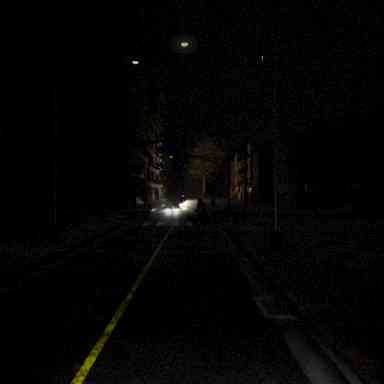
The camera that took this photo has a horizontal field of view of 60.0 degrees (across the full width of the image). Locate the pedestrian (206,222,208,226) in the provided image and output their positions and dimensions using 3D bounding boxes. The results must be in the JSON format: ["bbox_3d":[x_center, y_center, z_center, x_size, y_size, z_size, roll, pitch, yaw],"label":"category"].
[{"bbox_3d":[0.710,1.279,22.176,0.375,1.860,0.375,0,0,0],"label":"pedestrian"}]

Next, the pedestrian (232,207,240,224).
[{"bbox_3d":[2.930,1.506,21.564,0.500,1.100,0.500,0,0,0],"label":"pedestrian"}]

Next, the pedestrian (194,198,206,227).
[{"bbox_3d":[0.509,1.280,20.975,0.375,1.860,0.375,0,0,0],"label":"pedestrian"}]

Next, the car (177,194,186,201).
[{"bbox_3d":[-2.445,1.268,77.238,1.994,1.385,4.181,0,0,0],"label":"car"}]

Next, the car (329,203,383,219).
[{"bbox_3d":[14.000,1.575,27.697,4.829,1.417,1.752,0,-1,0],"label":"car"}]

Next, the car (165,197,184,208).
[{"bbox_3d":[-2.661,1.433,45.897,2.128,1.511,4.902,0,0,0],"label":"car"}]
